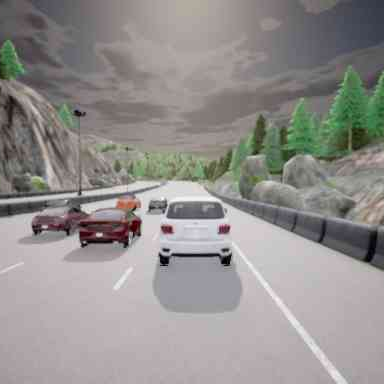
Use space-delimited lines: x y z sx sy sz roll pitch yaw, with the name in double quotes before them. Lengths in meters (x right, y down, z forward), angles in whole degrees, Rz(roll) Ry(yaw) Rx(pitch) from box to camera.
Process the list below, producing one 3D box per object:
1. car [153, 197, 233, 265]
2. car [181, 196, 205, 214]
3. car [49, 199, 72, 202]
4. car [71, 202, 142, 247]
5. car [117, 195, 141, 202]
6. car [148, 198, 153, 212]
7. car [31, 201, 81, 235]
"car" 0.100 1.167 11.595 2.150 2.045 5.566 0 0 0
"car" 0.099 1.253 33.006 2.128 1.511 4.902 0 1 0
"car" -10.401 1.325 26.804 2.128 1.511 4.902 0 1 0
"car" -3.400 1.406 14.670 1.882 1.535 5.008 0 0 0
"car" -6.901 1.069 36.588 2.097 1.767 4.553 0 1 0
"car" -3.401 1.232 34.734 2.128 1.511 4.902 0 1 0
"car" -6.895 1.434 17.900 1.812 1.442 4.674 0 1 0
